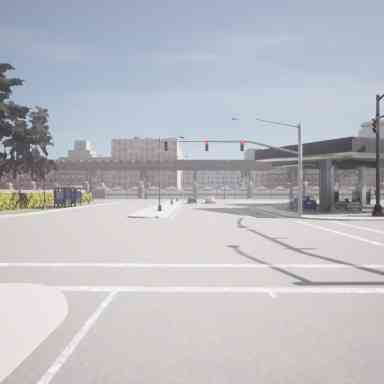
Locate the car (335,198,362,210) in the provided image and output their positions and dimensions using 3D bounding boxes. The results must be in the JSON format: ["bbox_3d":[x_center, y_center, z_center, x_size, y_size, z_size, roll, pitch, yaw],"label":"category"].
[{"bbox_3d":[18.994,1.456,40.524,1.970,1.475,3.806,0,0,0],"label":"car"}]

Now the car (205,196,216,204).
[{"bbox_3d":[3.561,1.526,64.451,1.812,1.442,4.674,0,0,0],"label":"car"}]

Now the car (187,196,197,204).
[{"bbox_3d":[0.061,1.547,64.454,2.033,1.411,5.357,0,0,0],"label":"car"}]

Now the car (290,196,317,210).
[{"bbox_3d":[13.248,1.295,39.767,2.242,1.667,4.611,0,0,0],"label":"car"}]
